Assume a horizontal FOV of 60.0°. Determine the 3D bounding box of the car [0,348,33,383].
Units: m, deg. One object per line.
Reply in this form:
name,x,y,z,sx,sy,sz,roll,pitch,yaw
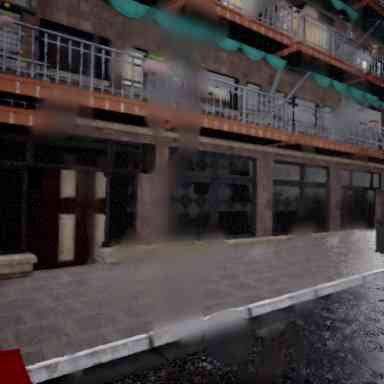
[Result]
car,-2.939,1.600,0.974,4.718,1.301,1.895,0,0,-35
